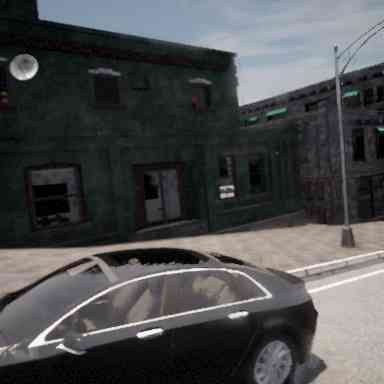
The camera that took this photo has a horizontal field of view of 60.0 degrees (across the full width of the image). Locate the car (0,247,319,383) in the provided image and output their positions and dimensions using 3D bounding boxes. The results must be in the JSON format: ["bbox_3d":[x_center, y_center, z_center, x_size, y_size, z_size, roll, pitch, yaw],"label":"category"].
[{"bbox_3d":[-0.740,1.467,3.789,4.892,1.490,1.837,2,0,-28],"label":"car"}]
